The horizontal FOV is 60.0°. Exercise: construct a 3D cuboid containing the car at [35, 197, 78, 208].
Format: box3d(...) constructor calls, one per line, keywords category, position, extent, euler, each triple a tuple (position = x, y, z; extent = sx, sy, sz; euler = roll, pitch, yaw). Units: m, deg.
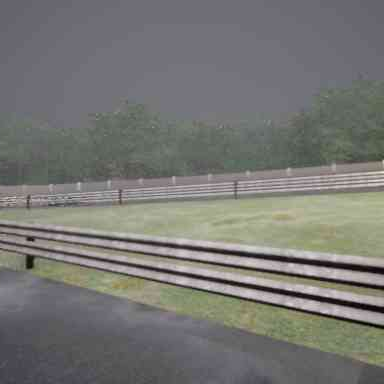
box3d(category="car", position=(-15.570, 1.172, 38.223), extent=(4.718, 1.301, 1.895), euler=(-3, -1, 18))
